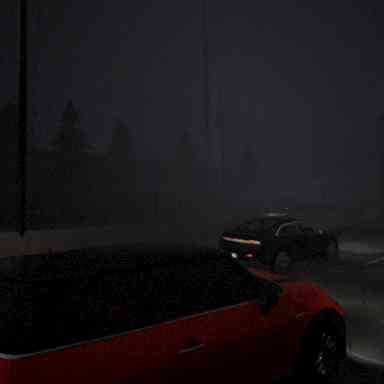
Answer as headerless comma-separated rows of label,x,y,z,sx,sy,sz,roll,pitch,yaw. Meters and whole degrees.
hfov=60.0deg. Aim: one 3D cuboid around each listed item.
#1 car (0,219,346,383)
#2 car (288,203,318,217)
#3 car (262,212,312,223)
car,-0.170,1.382,3.892,4.553,1.767,2.097,1,-1,-37
car,12.725,1.986,37.831,1.895,1.301,4.718,0,-1,36
car,3.002,1.599,10.940,4.902,1.511,2.128,1,-1,-40
